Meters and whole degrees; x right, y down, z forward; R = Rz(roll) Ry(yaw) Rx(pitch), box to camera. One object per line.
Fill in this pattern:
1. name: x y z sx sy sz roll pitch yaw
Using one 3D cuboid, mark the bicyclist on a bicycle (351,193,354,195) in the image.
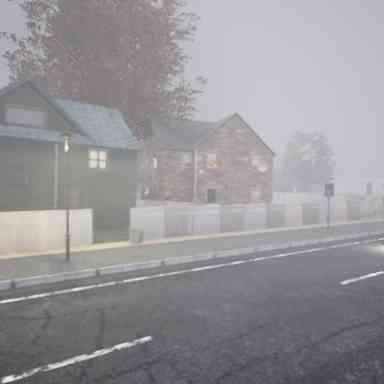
1. bicyclist on a bicycle: 21.391 0.947 44.364 1.656 1.620 0.582 1 0 -20
